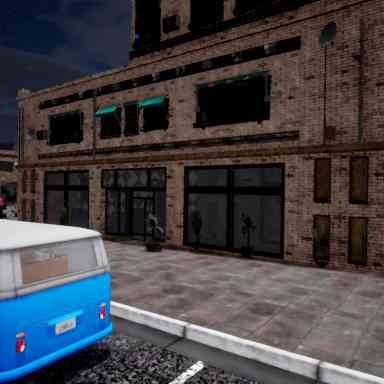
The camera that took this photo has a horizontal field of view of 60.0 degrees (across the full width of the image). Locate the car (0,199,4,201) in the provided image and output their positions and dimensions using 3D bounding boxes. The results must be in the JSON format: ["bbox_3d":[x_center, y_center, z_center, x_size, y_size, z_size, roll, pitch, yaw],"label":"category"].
[{"bbox_3d":[-21.783,1.684,33.348,1.994,1.385,4.181,1,0,36],"label":"car"}]

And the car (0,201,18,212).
[{"bbox_3d":[-16.122,1.793,31.270,1.947,1.339,4.313,0,0,36],"label":"car"}]

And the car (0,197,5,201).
[{"bbox_3d":[-22.873,1.410,36.229,2.192,1.841,5.009,0,0,36],"label":"car"}]

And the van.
[{"bbox_3d":[-2.995,1.340,4.998,3.998,1.788,1.690,0,1,36],"label":"van"}]
